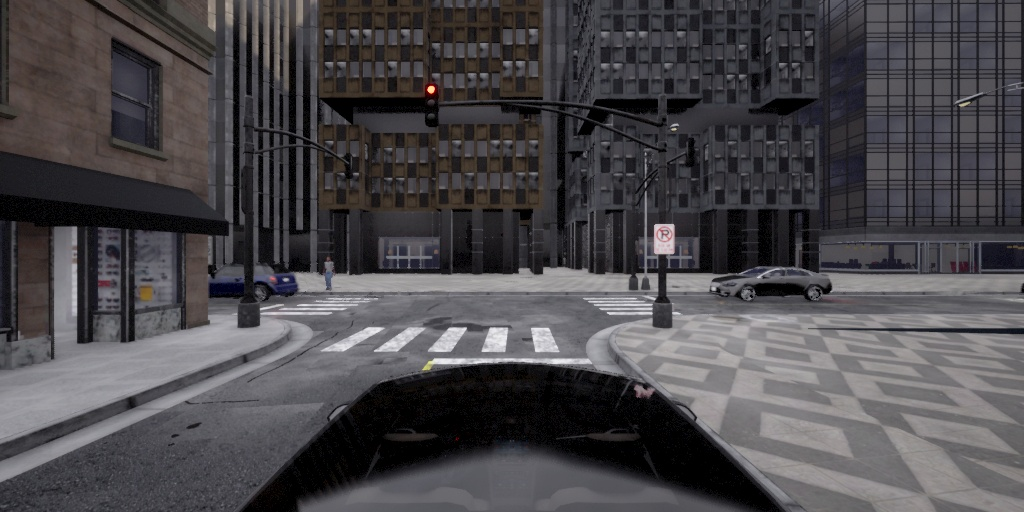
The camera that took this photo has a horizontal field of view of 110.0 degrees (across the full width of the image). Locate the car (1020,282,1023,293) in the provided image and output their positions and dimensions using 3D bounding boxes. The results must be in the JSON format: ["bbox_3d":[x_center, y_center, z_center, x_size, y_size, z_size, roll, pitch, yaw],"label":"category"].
[{"bbox_3d":[26.285,1.217,16.192,4.892,1.490,1.837,0,0,0],"label":"car"}]

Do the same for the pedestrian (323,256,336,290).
[{"bbox_3d":[-9.929,0.902,19.476,0.375,1.860,0.375,0,0,0],"label":"pedestrian"}]

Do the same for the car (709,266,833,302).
[{"bbox_3d":[11.633,1.222,16.297,4.902,1.511,2.128,0,0,0],"label":"car"}]

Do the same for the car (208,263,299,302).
[{"bbox_3d":[-12.475,1.116,16.459,4.553,1.767,2.097,0,0,0],"label":"car"}]
